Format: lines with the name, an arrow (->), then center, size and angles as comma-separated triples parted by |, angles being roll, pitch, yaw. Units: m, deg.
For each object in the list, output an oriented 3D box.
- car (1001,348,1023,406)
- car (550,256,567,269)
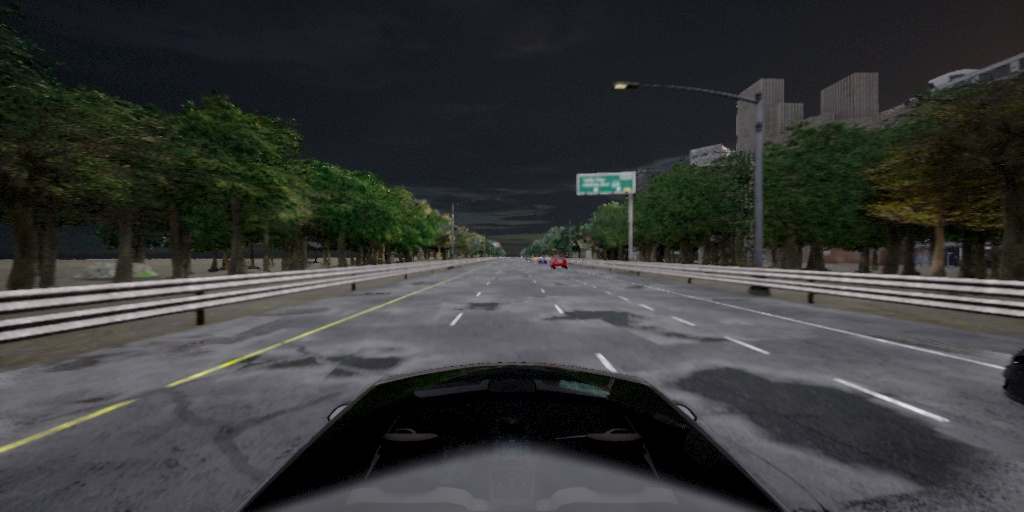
car -> 7.000, 1.258, 2.347 | 1.837, 1.490, 4.892 | 0, 0, 0
car -> 7.101, 0.949, 55.271 | 2.150, 2.045, 5.566 | 0, 0, 0
